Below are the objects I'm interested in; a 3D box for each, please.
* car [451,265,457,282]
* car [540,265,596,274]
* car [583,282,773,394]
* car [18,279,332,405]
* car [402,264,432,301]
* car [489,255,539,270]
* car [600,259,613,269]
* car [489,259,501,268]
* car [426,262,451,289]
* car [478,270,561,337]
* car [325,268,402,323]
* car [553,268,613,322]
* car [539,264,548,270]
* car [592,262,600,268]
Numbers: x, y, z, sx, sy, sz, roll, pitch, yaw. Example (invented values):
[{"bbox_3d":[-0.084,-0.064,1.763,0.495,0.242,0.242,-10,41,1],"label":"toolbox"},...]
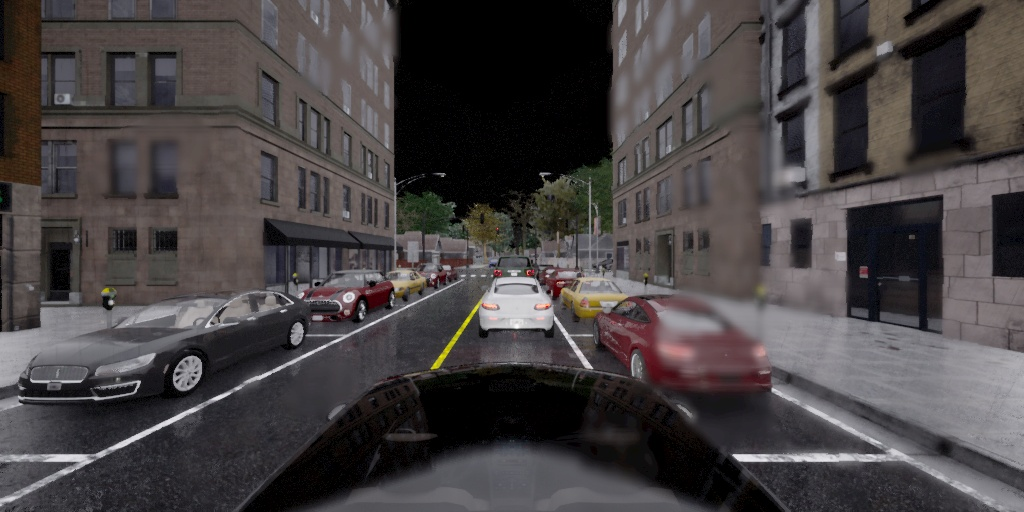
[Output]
[{"bbox_3d":[-5.380,1.343,28.483,1.802,1.307,4.207,0,0,0],"label":"car"},{"bbox_3d":[2.642,1.300,17.445,1.888,1.381,4.507,0,0,0],"label":"car"},{"bbox_3d":[2.638,1.332,6.409,1.802,1.307,4.207,0,0,0],"label":"car"},{"bbox_3d":[-5.387,1.300,6.408,2.007,1.370,4.403,0,0,0],"label":"car"},{"bbox_3d":[-5.384,1.280,17.275,1.751,1.417,4.829,0,0,0],"label":"car"},{"bbox_3d":[0.105,0.978,19.891,2.150,2.045,5.566,0,0,0],"label":"car"},{"bbox_3d":[14.496,1.241,48.198,4.181,1.385,1.994,0,0,0],"label":"car"},{"bbox_3d":[-3.059,1.279,64.277,1.882,1.535,5.008,0,0,0],"label":"car"},{"bbox_3d":[-5.382,1.197,22.964,1.967,1.591,4.097,0,0,0],"label":"car"},{"bbox_3d":[0.101,1.277,10.129,1.812,1.442,4.674,0,0,0],"label":"car"},{"bbox_3d":[-5.386,1.192,11.927,1.967,1.591,4.097,0,0,0],"label":"car"},{"bbox_3d":[2.640,1.277,12.097,1.751,1.417,4.829,0,0,0],"label":"car"},{"bbox_3d":[2.644,1.340,22.963,1.802,1.307,4.207,0,0,0],"label":"car"},{"bbox_3d":[13.993,1.185,51.439,4.892,1.490,1.837,0,0,1],"label":"car"}]
